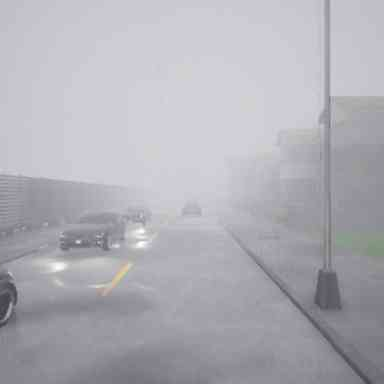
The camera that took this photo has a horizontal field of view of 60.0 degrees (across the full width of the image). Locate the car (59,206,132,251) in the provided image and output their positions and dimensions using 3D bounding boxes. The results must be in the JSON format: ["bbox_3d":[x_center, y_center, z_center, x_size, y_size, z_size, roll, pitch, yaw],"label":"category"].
[{"bbox_3d":[-4.090,1.556,14.412,1.837,1.490,4.892,0,0,0],"label":"car"}]

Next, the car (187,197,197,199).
[{"bbox_3d":[0.022,1.515,46.181,2.097,1.767,4.553,0,0,0],"label":"car"}]

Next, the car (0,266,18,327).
[{"bbox_3d":[-4.092,1.580,4.225,1.994,1.385,4.181,0,0,0],"label":"car"}]

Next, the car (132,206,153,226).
[{"bbox_3d":[-4.085,1.687,24.427,1.895,1.301,4.718,0,0,0],"label":"car"}]

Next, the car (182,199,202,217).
[{"bbox_3d":[-0.004,1.682,33.178,1.994,1.385,4.181,0,0,1],"label":"car"}]
